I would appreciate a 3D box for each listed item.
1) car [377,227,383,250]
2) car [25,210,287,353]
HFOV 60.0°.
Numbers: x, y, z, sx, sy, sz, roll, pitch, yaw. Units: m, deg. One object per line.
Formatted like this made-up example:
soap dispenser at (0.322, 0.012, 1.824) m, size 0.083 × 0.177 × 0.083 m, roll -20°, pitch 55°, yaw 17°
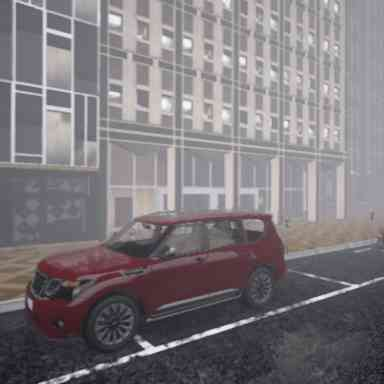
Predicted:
car at (8.941, 1.537, 12.950) m, size 4.507 × 1.381 × 1.887 m, roll 0°, pitch 0°, yaw -36°
car at (-0.315, 1.313, 6.332) m, size 5.009 × 1.841 × 2.192 m, roll 0°, pitch 0°, yaw -36°
